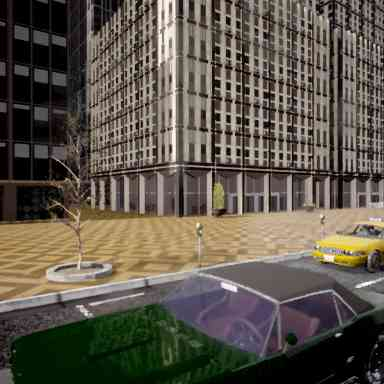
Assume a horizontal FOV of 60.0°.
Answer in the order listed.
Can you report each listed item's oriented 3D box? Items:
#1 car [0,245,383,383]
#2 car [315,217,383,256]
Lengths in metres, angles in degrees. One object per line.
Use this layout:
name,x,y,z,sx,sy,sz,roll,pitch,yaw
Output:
car,0.521,1.601,3.749,4.718,1.301,1.895,0,0,-35
car,5.780,1.525,10.677,4.829,1.417,1.752,0,0,-35
